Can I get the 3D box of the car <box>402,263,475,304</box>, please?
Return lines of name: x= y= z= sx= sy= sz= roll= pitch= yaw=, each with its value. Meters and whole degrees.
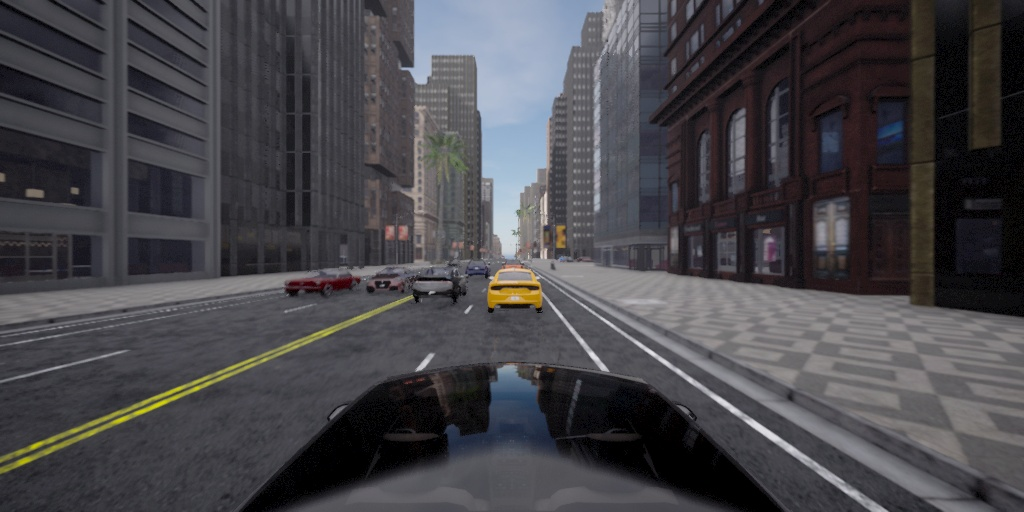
car: x=-3.152 y=1.245 z=16.488 sx=2.128 sy=1.511 sz=4.902 roll=0 pitch=0 yaw=0

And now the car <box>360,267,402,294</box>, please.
car: x=-6.603 y=1.318 z=20.261 sx=1.994 sy=1.385 sz=4.181 roll=0 pitch=0 yaw=0

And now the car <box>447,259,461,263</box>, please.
car: x=-9.804 y=1.275 z=61.051 sx=1.837 sy=1.490 sz=4.892 roll=0 pitch=0 yaw=1

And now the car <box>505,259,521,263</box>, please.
car: x=0.095 y=1.110 z=34.150 sx=2.097 sy=1.767 sz=4.553 roll=0 pitch=0 yaw=0

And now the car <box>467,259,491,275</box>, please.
car: x=-3.155 y=1.110 z=34.150 sx=2.097 sy=1.767 sz=4.553 roll=0 pitch=0 yaw=0

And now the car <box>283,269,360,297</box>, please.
car: x=-9.853 y=1.355 z=19.012 sx=1.895 sy=1.301 sz=4.718 roll=0 pitch=0 yaw=0

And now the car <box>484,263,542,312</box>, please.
car: x=0.109 y=1.230 z=14.206 sx=1.882 sy=1.535 sz=5.008 roll=0 pitch=0 yaw=0
